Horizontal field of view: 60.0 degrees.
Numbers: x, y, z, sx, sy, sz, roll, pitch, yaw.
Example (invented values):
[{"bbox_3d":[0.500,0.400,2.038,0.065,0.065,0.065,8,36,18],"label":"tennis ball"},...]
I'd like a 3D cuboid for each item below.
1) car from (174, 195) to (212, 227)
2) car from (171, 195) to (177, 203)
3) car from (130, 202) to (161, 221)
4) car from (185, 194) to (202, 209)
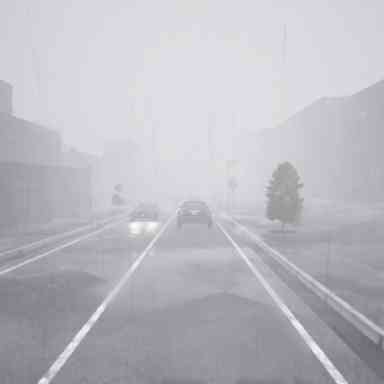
[{"bbox_3d":[0.160,1.273,21.986,2.097,1.767,4.553,0,0,0],"label":"car"},{"bbox_3d":[-3.228,1.310,67.330,1.882,1.535,5.008,0,0,0],"label":"car"},{"bbox_3d":[-3.500,1.469,25.766,1.994,1.385,4.181,0,0,0],"label":"car"},{"bbox_3d":[0.167,1.209,42.374,2.097,1.767,4.553,0,0,0],"label":"car"}]
